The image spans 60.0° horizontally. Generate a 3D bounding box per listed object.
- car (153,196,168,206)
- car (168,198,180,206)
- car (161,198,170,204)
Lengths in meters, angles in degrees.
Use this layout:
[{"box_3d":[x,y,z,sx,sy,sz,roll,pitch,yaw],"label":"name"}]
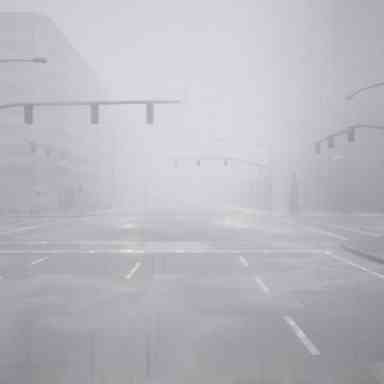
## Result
[{"box_3d":[-7.011,1.895,71.712,2.150,2.045,5.566,0,-1,1],"label":"car"},{"box_3d":[-3.511,2.169,71.694,1.837,1.490,4.892,0,-1,1],"label":"car"},{"box_3d":[-6.837,2.351,85.076,1.994,1.385,4.181,0,-1,1],"label":"car"}]
